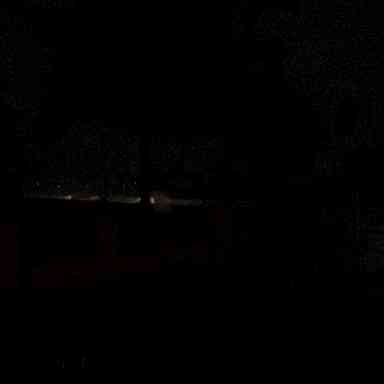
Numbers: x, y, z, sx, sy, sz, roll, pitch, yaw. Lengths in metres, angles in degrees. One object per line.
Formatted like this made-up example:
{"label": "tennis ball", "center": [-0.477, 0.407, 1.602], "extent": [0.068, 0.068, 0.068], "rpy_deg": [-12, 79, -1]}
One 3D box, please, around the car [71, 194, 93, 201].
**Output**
{"label": "car", "center": [-16.094, 1.358, 48.696], "extent": [2.150, 2.045, 5.566], "rpy_deg": [1, -1, -36]}
